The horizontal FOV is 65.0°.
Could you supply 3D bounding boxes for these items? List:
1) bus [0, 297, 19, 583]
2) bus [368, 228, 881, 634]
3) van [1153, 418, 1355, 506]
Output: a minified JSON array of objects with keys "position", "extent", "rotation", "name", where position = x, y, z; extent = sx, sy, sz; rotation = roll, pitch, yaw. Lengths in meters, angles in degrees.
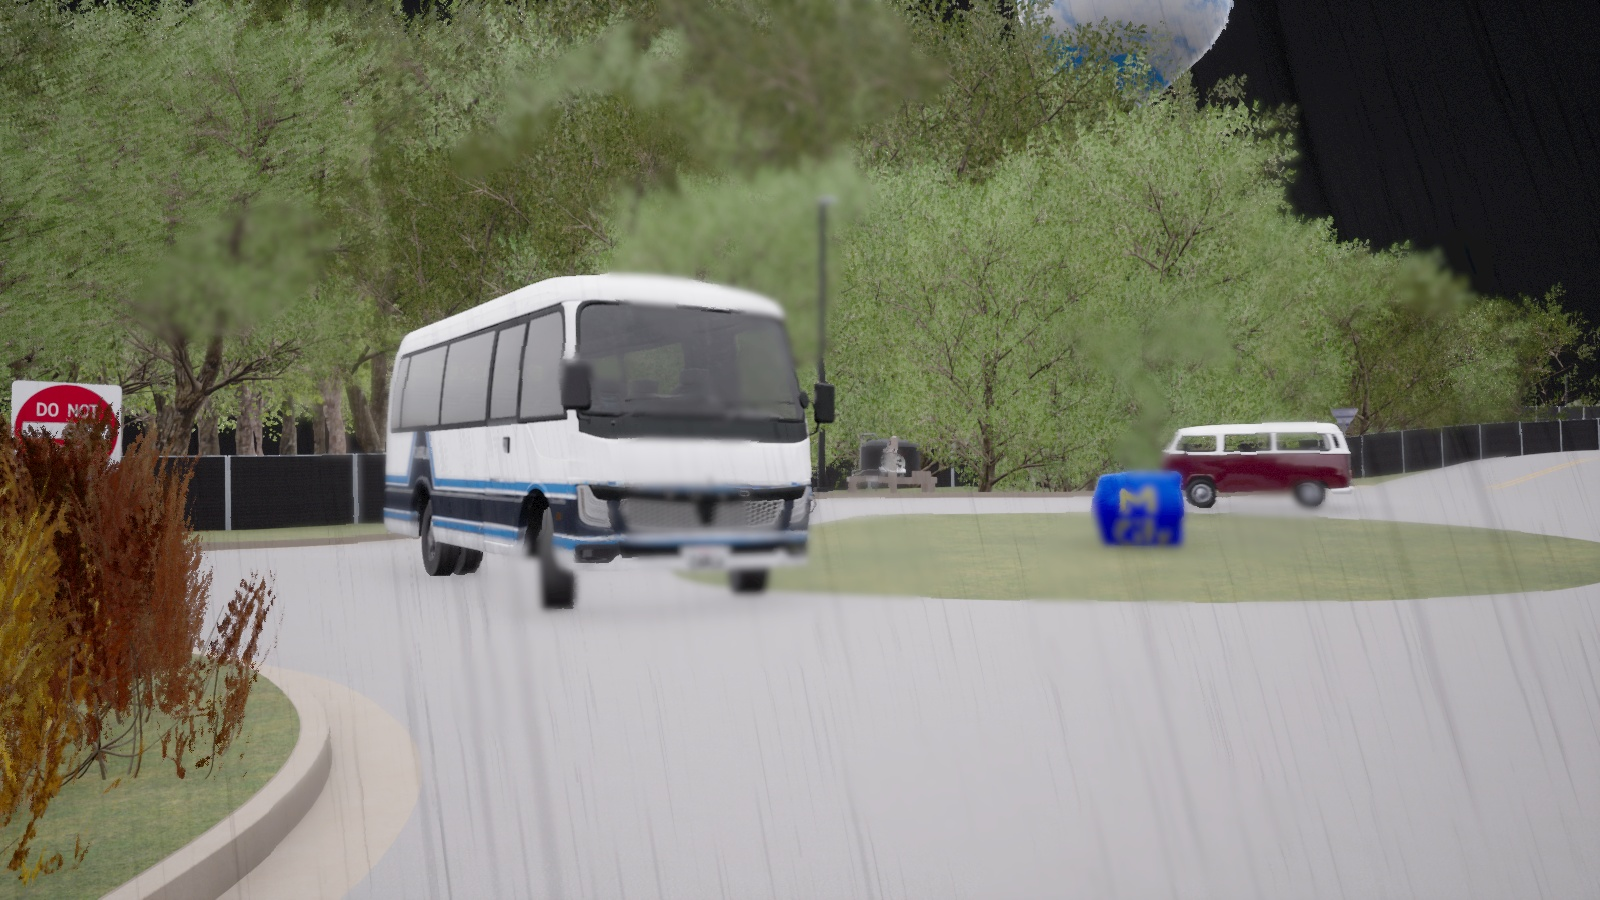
[{"position":[-16.806,-0.066,16.716],"extent":[10.273,4.253,3.944],"rotation":[-1,-1,-43],"name":"bus"},{"position":[-3.298,-0.114,18.585],"extent":[3.944,4.253,10.273],"rotation":[1,-1,-30],"name":"bus"},{"position":[10.998,0.285,30.675],"extent":[4.480,2.038,2.069],"rotation":[-1,1,18],"name":"van"}]
